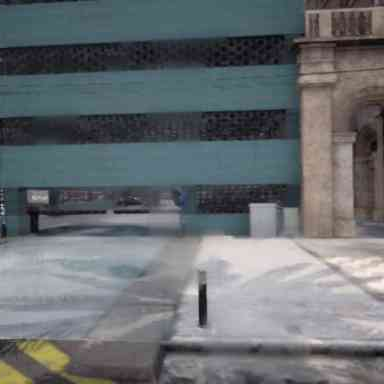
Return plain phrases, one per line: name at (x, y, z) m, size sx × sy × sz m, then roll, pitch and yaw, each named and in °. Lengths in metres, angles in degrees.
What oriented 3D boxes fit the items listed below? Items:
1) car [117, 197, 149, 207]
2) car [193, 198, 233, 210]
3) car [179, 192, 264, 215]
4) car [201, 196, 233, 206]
car at (-8.612, 1.456, 48.577) m, size 4.674 × 1.452 × 2.002 m, roll -1°, pitch 0°, yaw 4°
car at (2.554, 1.462, 40.202) m, size 4.718 × 1.301 × 1.895 m, roll -1°, pitch 0°, yaw 4°
car at (1.941, 1.020, 21.695) m, size 5.566 × 2.045 × 2.435 m, roll -1°, pitch 0°, yaw 4°
car at (3.869, 1.405, 51.735) m, size 4.786 × 1.482 × 2.161 m, roll -1°, pitch 0°, yaw 4°
